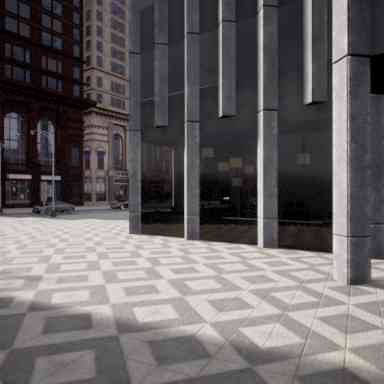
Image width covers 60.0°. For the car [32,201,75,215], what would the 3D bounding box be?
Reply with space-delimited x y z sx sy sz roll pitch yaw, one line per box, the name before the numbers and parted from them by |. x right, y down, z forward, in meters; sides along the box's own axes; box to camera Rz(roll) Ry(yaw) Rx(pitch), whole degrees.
car | -14.601 1.630 35.197 1.994 1.385 4.181 0 0 36

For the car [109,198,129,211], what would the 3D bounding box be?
car | -8.595 1.601 43.586 1.837 1.490 4.892 0 0 36
